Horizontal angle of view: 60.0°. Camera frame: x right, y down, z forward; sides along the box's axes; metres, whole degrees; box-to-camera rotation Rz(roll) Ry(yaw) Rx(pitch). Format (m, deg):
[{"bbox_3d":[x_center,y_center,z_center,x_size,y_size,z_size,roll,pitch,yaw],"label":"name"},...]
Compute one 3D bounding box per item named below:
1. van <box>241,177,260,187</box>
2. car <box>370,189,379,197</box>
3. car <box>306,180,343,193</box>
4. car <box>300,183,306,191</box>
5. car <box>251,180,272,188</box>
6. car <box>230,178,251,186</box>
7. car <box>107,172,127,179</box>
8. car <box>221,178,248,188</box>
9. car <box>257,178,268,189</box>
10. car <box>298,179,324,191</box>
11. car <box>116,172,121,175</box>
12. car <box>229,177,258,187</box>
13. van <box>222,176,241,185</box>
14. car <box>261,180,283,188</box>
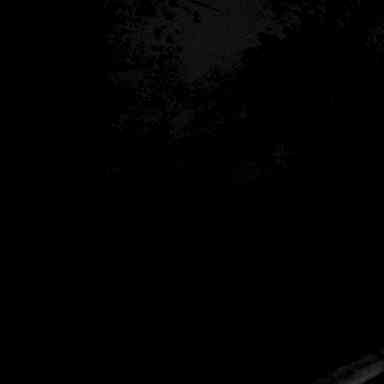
[{"bbox_3d":[13.014,-2.250,73.658,1.878,1.987,4.442,6,4,44],"label":"van"},{"bbox_3d":[23.447,0.041,45.005,2.163,1.488,4.792,6,4,45],"label":"car"},{"bbox_3d":[19.571,-0.659,48.929,2.435,2.045,5.566,6,4,45],"label":"car"},{"bbox_3d":[17.703,-0.621,51.003,1.946,1.575,5.366,6,4,45],"label":"car"},{"bbox_3d":[15.048,-1.805,71.834,2.163,1.488,4.792,6,4,45],"label":"car"},{"bbox_3d":[11.109,-2.214,75.706,2.097,1.535,5.008,5,4,45],"label":"car"},{"bbox_3d":[-19.791,-4.282,87.909,2.097,1.535,5.008,5,4,45],"label":"car"},{"bbox_3d":[7.875,-1.662,60.747,1.946,1.575,5.366,6,4,45],"label":"car"},{"bbox_3d":[13.510,-1.041,54.638,1.946,1.575,5.366,6,4,45],"label":"car"},{"bbox_3d":[22.905,-1.267,64.044,2.435,2.045,5.566,6,4,45],"label":"car"},{"bbox_3d":[-17.836,-4.221,85.935,2.185,1.767,4.553,5,4,45],"label":"car"},{"bbox_3d":[9.493,-1.468,58.621,1.946,1.575,5.366,6,4,45],"label":"car"},{"bbox_3d":[9.236,-2.624,77.720,1.878,1.987,4.442,5,4,45],"label":"van"},{"bbox_3d":[16.917,-1.616,69.981,2.163,1.488,4.792,6,4,45],"label":"car"}]
